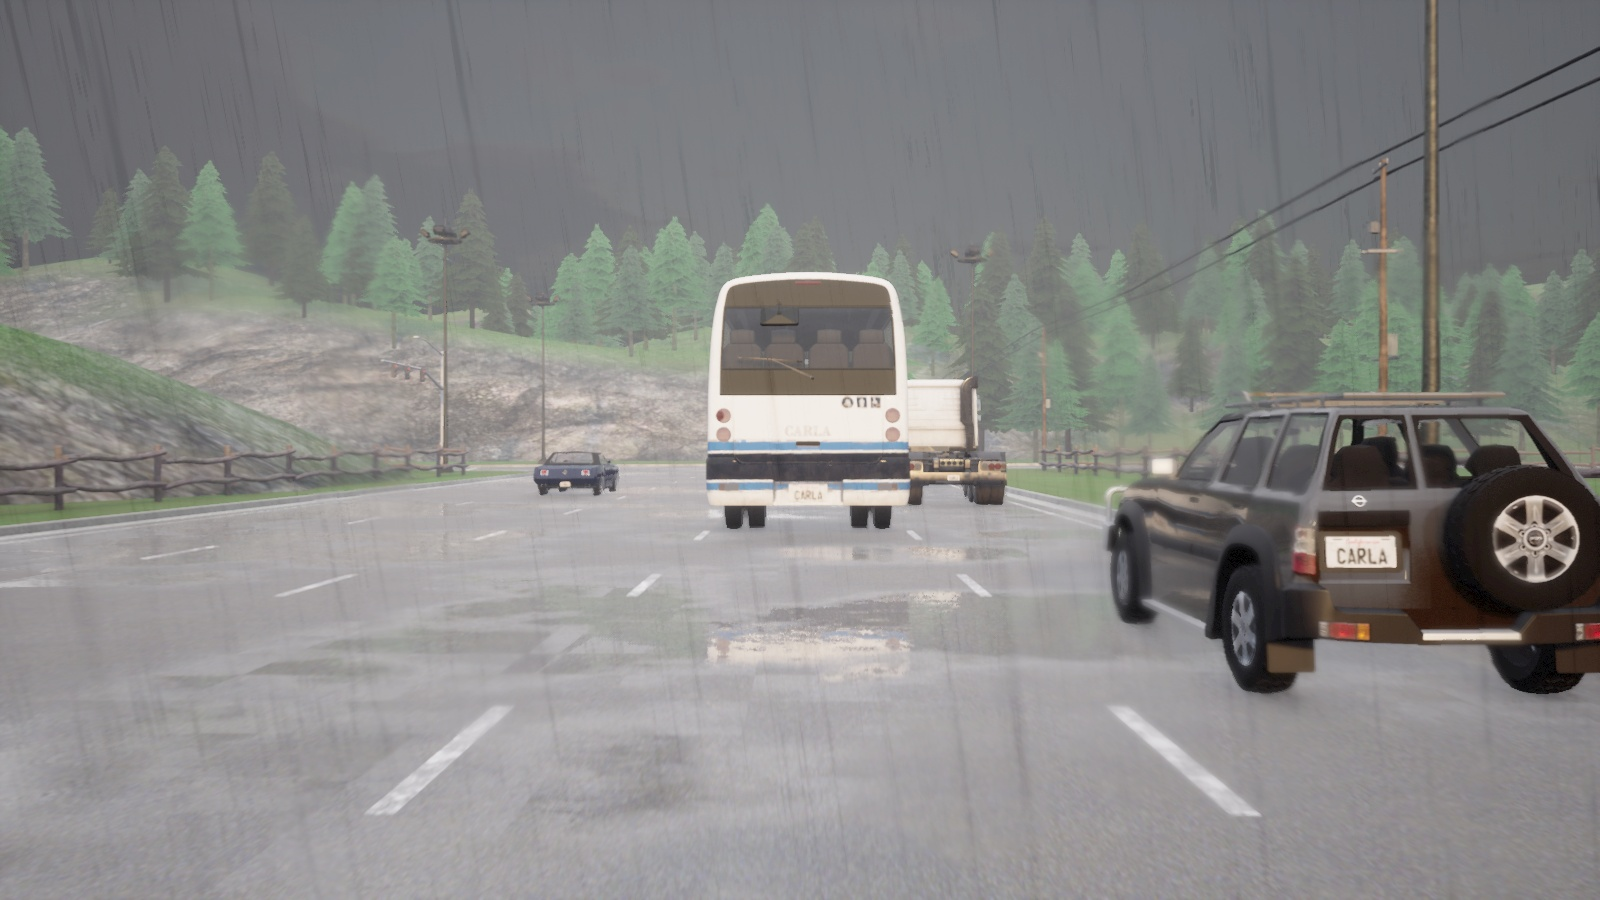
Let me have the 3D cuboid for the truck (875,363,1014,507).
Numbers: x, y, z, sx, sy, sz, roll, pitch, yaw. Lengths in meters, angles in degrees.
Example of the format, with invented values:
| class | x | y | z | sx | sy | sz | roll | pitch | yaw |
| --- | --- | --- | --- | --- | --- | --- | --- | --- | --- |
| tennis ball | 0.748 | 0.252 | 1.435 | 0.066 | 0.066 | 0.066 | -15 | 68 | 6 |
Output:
| class | x | y | z | sx | sy | sz | roll | pitch | yaw |
| --- | --- | --- | --- | --- | --- | --- | --- | --- | --- |
| truck | 3.710 | -0.371 | 34.079 | 2.891 | 3.462 | 7.936 | 0 | 0 | 0 |

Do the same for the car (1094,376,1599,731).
| class | x | y | z | sx | sy | sz | roll | pitch | yaw |
| --- | --- | --- | --- | --- | --- | --- | --- | --- | --- |
| car | 3.566 | 0.530 | 8.857 | 1.932 | 1.855 | 4.605 | 0 | 0 | 0 |

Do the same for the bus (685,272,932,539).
| class | x | y | z | sx | sy | sz | roll | pitch | yaw |
| --- | --- | --- | --- | --- | --- | --- | --- | --- | --- |
| bus | 0.160 | -0.732 | 25.199 | 3.944 | 4.253 | 10.273 | 0 | 0 | 0 |

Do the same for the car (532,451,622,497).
| class | x | y | z | sx | sy | sz | roll | pitch | yaw |
| --- | --- | --- | --- | --- | --- | --- | --- | --- | --- |
| car | -6.765 | 0.684 | 38.520 | 1.895 | 1.301 | 4.718 | 0 | 0 | 0 |
